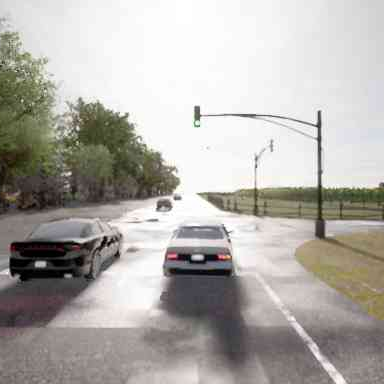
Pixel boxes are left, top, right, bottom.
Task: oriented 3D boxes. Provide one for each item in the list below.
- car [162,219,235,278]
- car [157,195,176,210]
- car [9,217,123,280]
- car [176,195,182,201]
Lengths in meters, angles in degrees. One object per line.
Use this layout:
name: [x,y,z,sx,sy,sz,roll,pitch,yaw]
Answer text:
car: [0.322,1.536,10.099,2.033,1.411,5.357,0,0,4]
car: [-3.400,1.450,42.222,1.837,1.490,4.892,0,0,0]
car: [-3.401,1.466,9.943,1.882,1.535,5.008,0,0,0]
car: [-3.500,1.364,79.193,1.882,1.535,5.008,0,0,0]
